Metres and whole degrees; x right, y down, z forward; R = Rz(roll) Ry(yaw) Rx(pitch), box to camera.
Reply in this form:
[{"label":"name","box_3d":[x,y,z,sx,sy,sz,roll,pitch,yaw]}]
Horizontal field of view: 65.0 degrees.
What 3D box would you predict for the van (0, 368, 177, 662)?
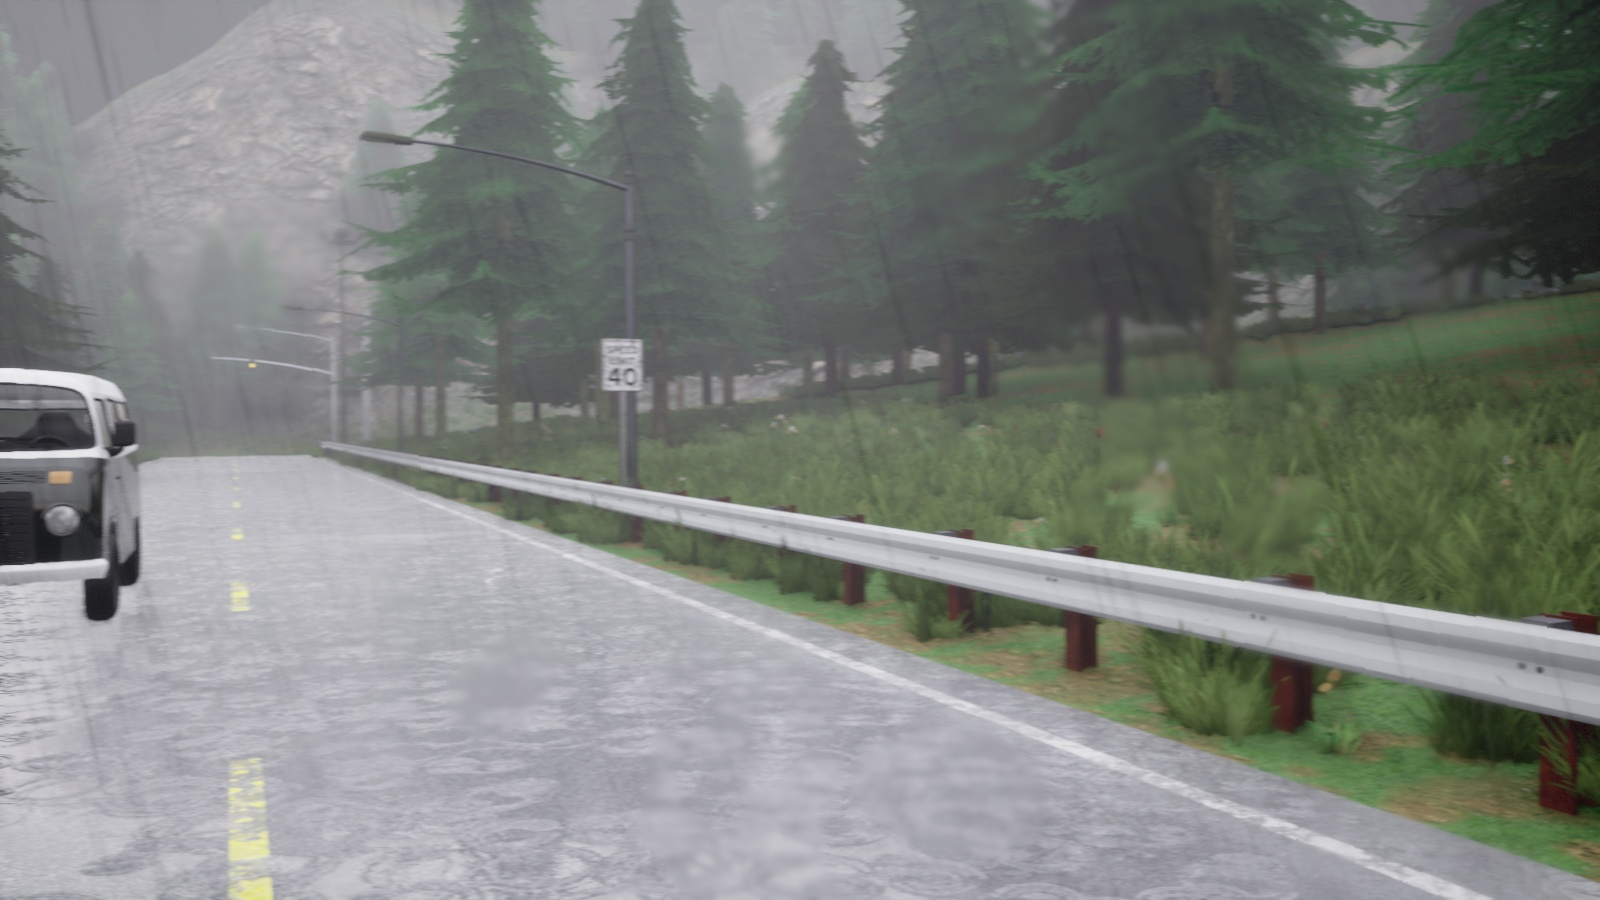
[{"label":"van","box_3d":[-6.610,0.439,10.712,2.069,2.038,4.480,-2,1,-24]}]
